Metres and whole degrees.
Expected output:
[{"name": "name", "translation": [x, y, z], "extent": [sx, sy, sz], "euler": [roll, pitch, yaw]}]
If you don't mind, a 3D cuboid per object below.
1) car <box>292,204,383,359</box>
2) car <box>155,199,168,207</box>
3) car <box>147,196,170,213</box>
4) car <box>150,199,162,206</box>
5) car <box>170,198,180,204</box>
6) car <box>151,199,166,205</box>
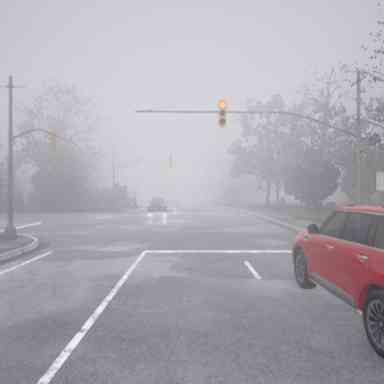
[{"name": "car", "translation": [3.590, 1.221, 6.053], "extent": [2.150, 2.045, 5.566], "euler": [0, 0, 0]}, {"name": "car", "translation": [-5.135, 1.808, 55.010], "extent": [1.994, 1.385, 4.181], "euler": [0, -1, -7]}, {"name": "car", "translation": [-3.908, 1.377, 37.992], "extent": [2.097, 1.767, 4.553], "euler": [0, 0, -2]}, {"name": "car", "translation": [-7.489, 2.159, 69.156], "extent": [1.895, 1.301, 4.718], "euler": [0, -1, -13]}, {"name": "car", "translation": [-4.644, 2.304, 83.177], "extent": [1.882, 1.535, 5.008], "euler": [0, -1, -22]}, {"name": "car", "translation": [-8.353, 2.394, 83.038], "extent": [2.033, 1.411, 5.357], "euler": [0, -1, -25]}]
